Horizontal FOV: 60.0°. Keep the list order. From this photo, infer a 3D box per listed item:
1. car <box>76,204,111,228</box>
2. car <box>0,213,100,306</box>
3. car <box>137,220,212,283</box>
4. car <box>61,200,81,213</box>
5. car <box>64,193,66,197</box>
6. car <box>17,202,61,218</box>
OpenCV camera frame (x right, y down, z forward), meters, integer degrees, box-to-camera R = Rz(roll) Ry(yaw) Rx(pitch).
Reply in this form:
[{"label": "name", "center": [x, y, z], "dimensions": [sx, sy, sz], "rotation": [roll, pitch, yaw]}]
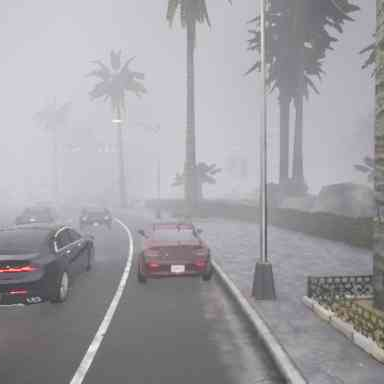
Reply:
[{"label": "car", "center": [-6.448, 1.629, 22.184], "dimensions": [1.895, 1.301, 4.718], "rotation": [0, 0, -17]}, {"label": "car", "center": [-3.644, 1.519, 8.039], "dimensions": [1.837, 1.490, 4.892], "rotation": [0, 0, -6]}, {"label": "car", "center": [-0.595, 1.534, 9.656], "dimensions": [1.812, 1.442, 4.674], "rotation": [0, 0, -7]}, {"label": "car", "center": [-14.043, 1.616, 38.500], "dimensions": [1.994, 1.385, 4.181], "rotation": [0, 0, -34]}, {"label": "car", "center": [-33.804, 1.540, 86.846], "dimensions": [4.674, 1.452, 2.002], "rotation": [0, 0, 10]}, {"label": "car", "center": [-9.806, 1.595, 21.178], "dimensions": [1.994, 1.385, 4.181], "rotation": [0, 0, -16]}]
